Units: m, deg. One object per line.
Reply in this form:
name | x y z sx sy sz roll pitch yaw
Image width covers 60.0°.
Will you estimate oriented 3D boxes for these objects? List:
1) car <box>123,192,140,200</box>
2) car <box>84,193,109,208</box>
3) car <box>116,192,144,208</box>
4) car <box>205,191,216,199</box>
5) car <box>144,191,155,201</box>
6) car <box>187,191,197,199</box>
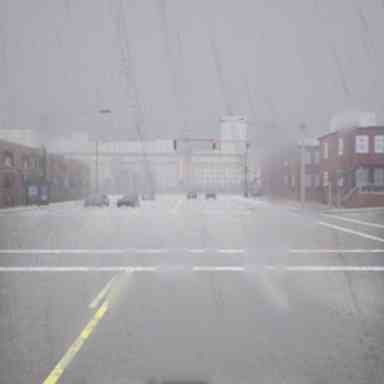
car | -10.525 0.657 58.307 2.033 1.411 5.357 0 1 0
car | -10.593 0.934 37.185 1.837 1.490 4.892 0 1 0
car | -7.097 0.973 37.528 2.033 1.411 5.357 0 1 0
car | 3.491 0.559 61.917 1.837 1.490 4.892 0 1 0
car | -7.064 0.672 53.602 2.128 1.511 4.902 0 1 0
car | -0.009 0.546 61.912 2.128 1.511 4.902 0 1 0
